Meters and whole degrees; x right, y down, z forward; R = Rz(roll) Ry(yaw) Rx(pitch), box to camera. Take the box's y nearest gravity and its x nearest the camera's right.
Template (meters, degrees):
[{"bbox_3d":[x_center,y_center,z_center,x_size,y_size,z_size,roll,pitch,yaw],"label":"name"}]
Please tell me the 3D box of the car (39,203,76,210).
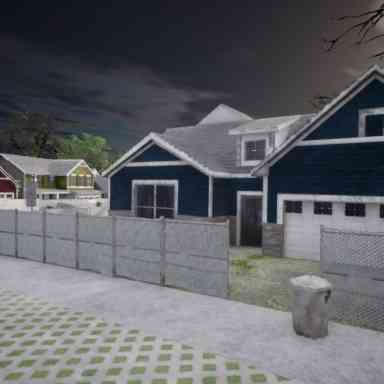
[{"bbox_3d":[-13.215,1.766,32.846,1.994,1.385,4.181,1,0,18],"label":"car"}]
